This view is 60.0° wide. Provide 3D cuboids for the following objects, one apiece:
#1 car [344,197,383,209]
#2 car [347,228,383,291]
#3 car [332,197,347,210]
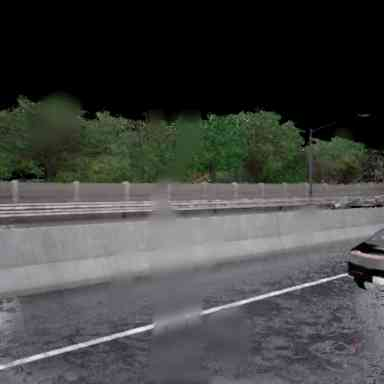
[{"bbox_3d":[18.041,1.466,34.045,4.718,1.301,1.895,-1,0,-35],"label":"car"},{"bbox_3d":[5.553,1.470,7.707,4.902,1.511,2.128,0,0,-35],"label":"car"},{"bbox_3d":[18.123,1.339,38.393,4.902,1.511,2.128,0,0,-35],"label":"car"}]
